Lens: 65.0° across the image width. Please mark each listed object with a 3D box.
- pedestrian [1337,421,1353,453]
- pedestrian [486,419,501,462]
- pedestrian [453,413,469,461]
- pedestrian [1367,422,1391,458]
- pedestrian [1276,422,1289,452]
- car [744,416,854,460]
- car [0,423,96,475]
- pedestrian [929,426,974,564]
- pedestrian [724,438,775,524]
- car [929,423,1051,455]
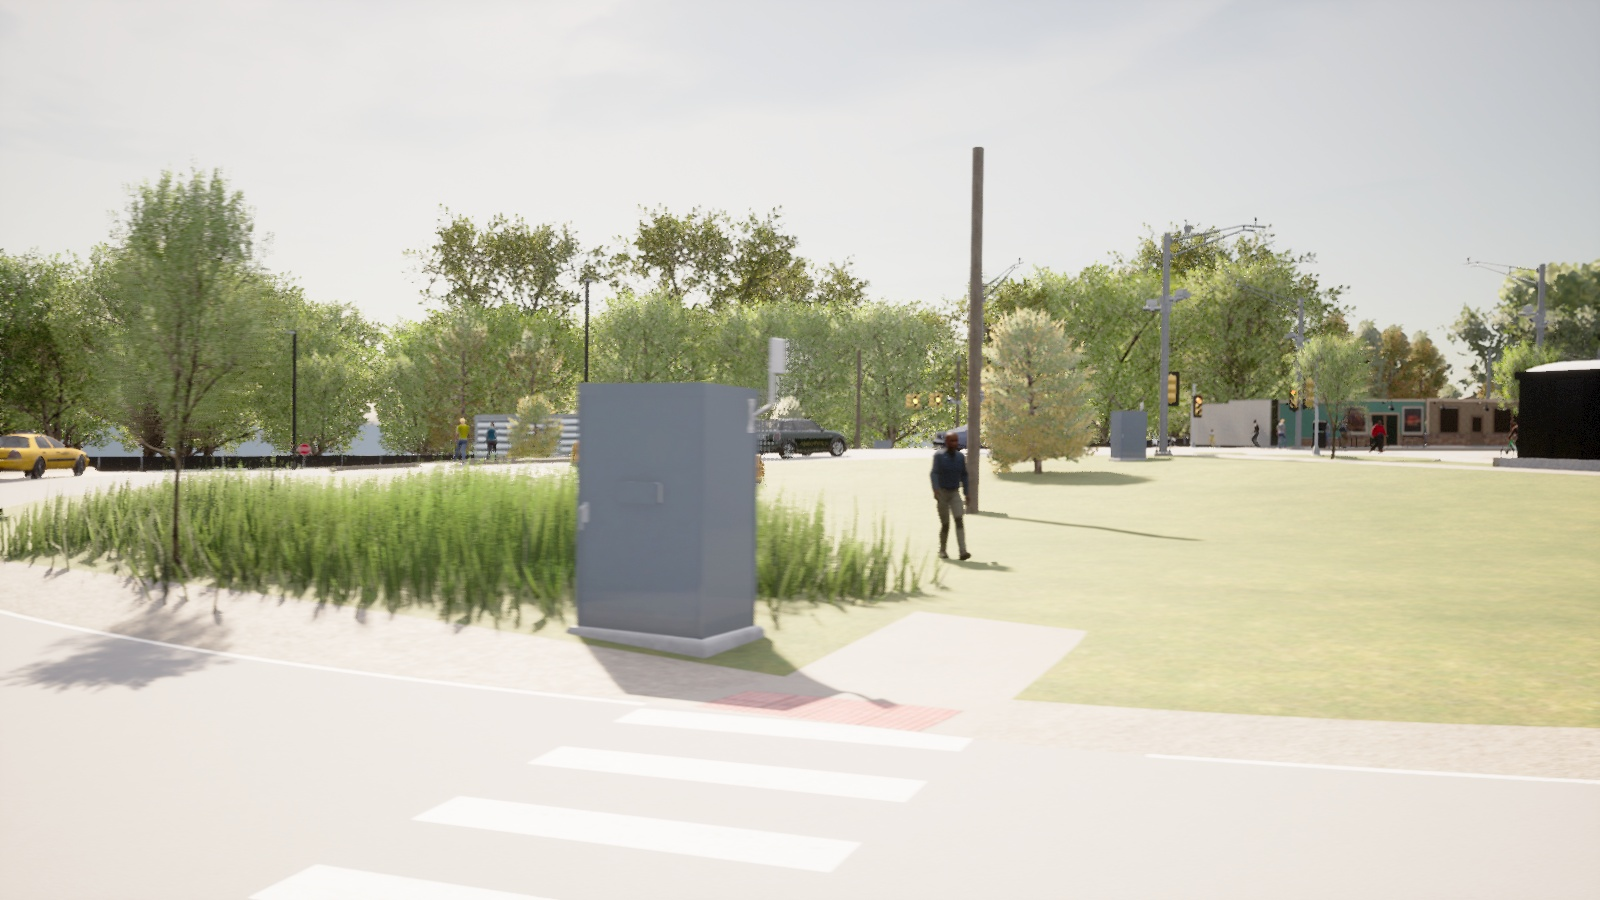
[{"bbox_3d":[34.196,-0.820,78.822,0.788,1.949,0.423,1,1,-16],"label":"pedestrian"},{"bbox_3d":[-13.717,-0.426,56.182,0.396,1.930,0.692,1,1,9],"label":"pedestrian"},{"bbox_3d":[-13.052,-0.507,48.281,0.354,1.836,0.706,1,1,-34],"label":"pedestrian"},{"bbox_3d":[30.505,-0.530,66.204,0.634,1.844,0.899,1,1,-22],"label":"pedestrian"},{"bbox_3d":[29.217,-0.786,76.037,0.706,1.836,0.354,1,1,-29],"label":"pedestrian"},{"bbox_3d":[-0.006,-0.565,53.746,2.097,1.767,4.553,1,3,45],"label":"car"},{"bbox_3d":[-25.122,-0.065,40.933,1.801,1.575,5.366,-1,1,-7],"label":"car"},{"bbox_3d":[2.066,0.600,17.161,0.370,1.835,0.726,1,1,-10],"label":"pedestrian"},{"bbox_3d":[-1.119,0.686,27.813,0.874,1.855,0.900,1,1,-18],"label":"pedestrian"},{"bbox_3d":[8.840,-0.504,58.342,5.357,1.411,2.033,0,1,-24],"label":"car"}]
